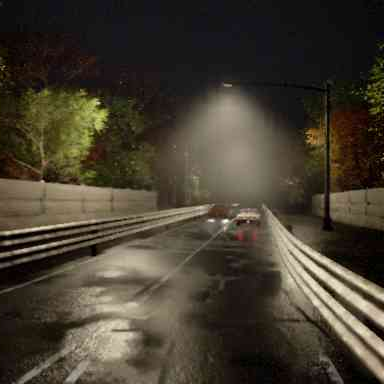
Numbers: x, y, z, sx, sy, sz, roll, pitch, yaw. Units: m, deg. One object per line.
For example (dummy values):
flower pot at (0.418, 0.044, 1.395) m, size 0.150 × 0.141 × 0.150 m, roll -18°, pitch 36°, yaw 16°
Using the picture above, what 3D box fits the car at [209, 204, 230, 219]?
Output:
car at (3.105, 2.095, 37.012) m, size 1.882 × 1.535 × 5.008 m, roll 0°, pitch -1°, yaw 11°

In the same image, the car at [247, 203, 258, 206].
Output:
car at (8.356, 2.344, 45.658) m, size 1.837 × 1.490 × 4.892 m, roll 0°, pitch -1°, yaw 11°

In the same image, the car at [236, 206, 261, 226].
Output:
car at (4.837, 2.095, 28.196) m, size 1.895 × 1.301 × 4.718 m, roll 0°, pitch -1°, yaw 11°
